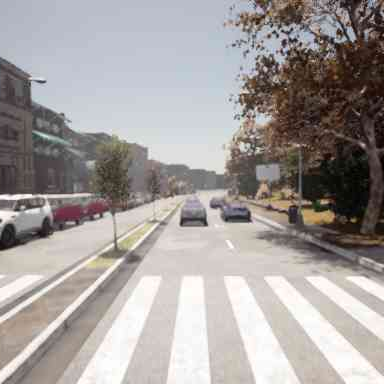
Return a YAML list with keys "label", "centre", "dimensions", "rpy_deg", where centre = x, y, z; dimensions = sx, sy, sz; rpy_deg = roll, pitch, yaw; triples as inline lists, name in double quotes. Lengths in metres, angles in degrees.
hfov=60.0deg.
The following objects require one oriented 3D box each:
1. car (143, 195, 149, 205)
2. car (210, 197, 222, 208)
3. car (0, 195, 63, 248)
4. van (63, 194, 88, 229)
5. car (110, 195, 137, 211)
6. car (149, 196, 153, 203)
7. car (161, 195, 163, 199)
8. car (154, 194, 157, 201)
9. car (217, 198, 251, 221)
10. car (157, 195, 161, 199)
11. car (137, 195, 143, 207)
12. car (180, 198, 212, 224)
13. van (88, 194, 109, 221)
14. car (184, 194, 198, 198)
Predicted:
- label: "car"
  centre: [-7.970, 1.203, 47.998]
  dimensions: [2.002, 1.452, 4.674]
  rpy_deg: [0, 0, 0]
- label: "car"
  centre: [3.245, 1.298, 41.981]
  dimensions: [1.994, 1.385, 4.181]
  rpy_deg: [0, 1, 0]
- label: "car"
  centre: [-8.151, 1.155, 14.687]
  dimensions: [2.435, 2.045, 5.566]
  rpy_deg: [0, 0, 0]
- label: "van"
  centre: [-8.122, 1.148, 20.145]
  dimensions: [1.878, 1.987, 4.442]
  rpy_deg: [0, 0, 0]
- label: "car"
  centre: [-8.031, 1.005, 36.872]
  dimensions: [2.435, 2.045, 5.566]
  rpy_deg: [0, 0, 0]
- label: "car"
  centre: [-7.939, 1.142, 53.513]
  dimensions: [2.163, 1.488, 4.792]
  rpy_deg: [0, 1, 0]
- label: "car"
  centre: [-7.817, 0.885, 75.632]
  dimensions: [2.097, 1.535, 5.008]
  rpy_deg: [0, 1, 1]
- label: "car"
  centre: [-7.909, 1.099, 59.090]
  dimensions: [2.002, 1.452, 4.674]
  rpy_deg: [0, 1, 0]
- label: "car"
  centre: [3.249, 1.419, 25.319]
  dimensions: [1.994, 1.385, 4.181]
  rpy_deg: [0, 0, 0]
- label: "car"
  centre: [-7.878, 1.004, 64.640]
  dimensions: [2.231, 1.521, 4.892]
  rpy_deg: [0, 1, 0]
- label: "car"
  centre: [-8.000, 1.241, 42.419]
  dimensions: [2.163, 1.488, 4.792]
  rpy_deg: [0, 0, 0]
- label: "car"
  centre: [0.097, 1.414, 23.531]
  dimensions: [2.033, 1.411, 5.357]
  rpy_deg: [0, 0, 0]
- label: "van"
  centre: [-8.091, 1.112, 25.692]
  dimensions: [1.878, 1.987, 4.442]
  rpy_deg: [0, 0, 0]
- label: "car"
  centre: [0.094, 1.289, 41.031]
  dimensions: [2.033, 1.411, 5.357]
  rpy_deg: [0, 0, 0]
